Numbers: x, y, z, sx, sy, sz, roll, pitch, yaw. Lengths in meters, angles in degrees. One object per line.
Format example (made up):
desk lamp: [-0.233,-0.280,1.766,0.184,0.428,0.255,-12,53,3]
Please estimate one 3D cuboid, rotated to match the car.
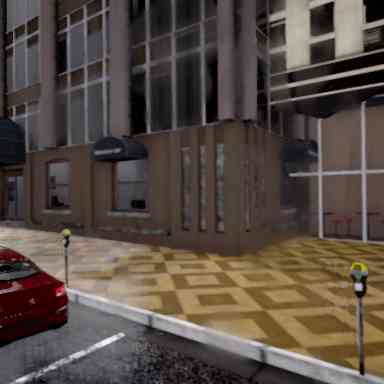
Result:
car: [-3.769,1.557,5.578,4.206,1.307,1.802,0,-1,36]
